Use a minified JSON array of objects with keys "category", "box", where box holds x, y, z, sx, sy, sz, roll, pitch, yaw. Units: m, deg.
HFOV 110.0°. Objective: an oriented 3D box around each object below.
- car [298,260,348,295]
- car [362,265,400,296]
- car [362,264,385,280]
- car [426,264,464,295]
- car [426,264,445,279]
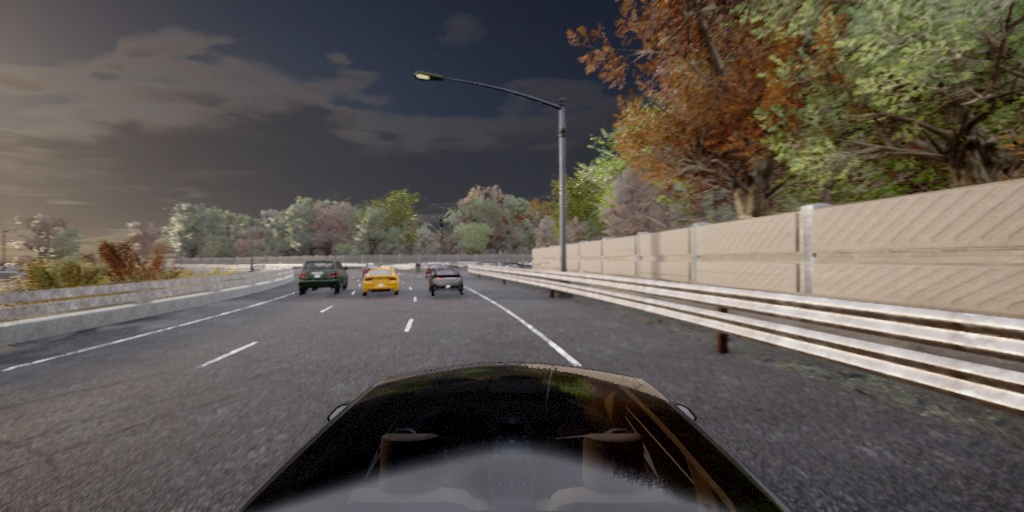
[{"category":"car","box":[-11.852,1.261,22.778,2.150,2.045,5.566,0,-1,-19]},{"category":"car","box":[-7.918,1.478,21.924,1.882,1.535,5.008,0,-1,-17]},{"category":"car","box":[-15.359,1.700,39.581,1.882,1.535,5.008,0,-1,-27]},{"category":"car","box":[-4.030,1.457,21.589,2.128,1.511,4.902,0,-1,-14]},{"category":"car","box":[-8.332,1.640,39.195,1.882,1.535,5.008,0,-1,-12]}]
